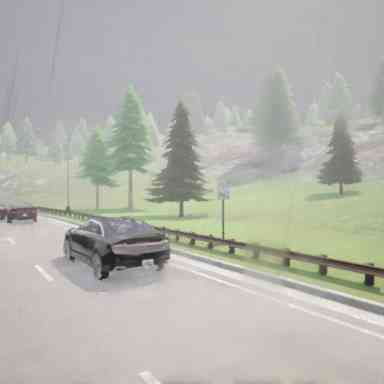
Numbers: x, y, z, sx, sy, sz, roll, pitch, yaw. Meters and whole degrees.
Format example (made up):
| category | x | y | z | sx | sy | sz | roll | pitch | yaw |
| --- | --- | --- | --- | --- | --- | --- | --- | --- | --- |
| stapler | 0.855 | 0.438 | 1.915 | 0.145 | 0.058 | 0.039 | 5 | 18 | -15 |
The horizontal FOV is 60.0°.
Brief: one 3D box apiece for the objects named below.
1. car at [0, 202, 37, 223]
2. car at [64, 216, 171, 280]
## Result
| category | x | y | z | sx | sy | sz | roll | pitch | yaw |
| --- | --- | --- | --- | --- | --- | --- | --- | --- | --- |
| car | -13.262 | 1.462 | 25.265 | 1.882 | 1.535 | 5.008 | 0 | 0 | -38 |
| car | -2.448 | 1.485 | 10.063 | 2.128 | 1.511 | 4.902 | 0 | 0 | -35 |
